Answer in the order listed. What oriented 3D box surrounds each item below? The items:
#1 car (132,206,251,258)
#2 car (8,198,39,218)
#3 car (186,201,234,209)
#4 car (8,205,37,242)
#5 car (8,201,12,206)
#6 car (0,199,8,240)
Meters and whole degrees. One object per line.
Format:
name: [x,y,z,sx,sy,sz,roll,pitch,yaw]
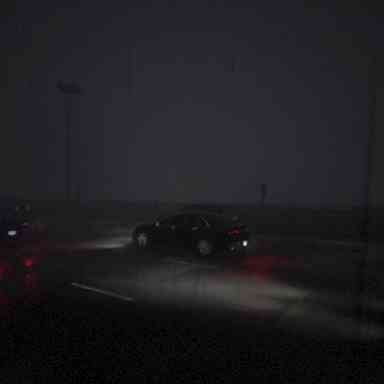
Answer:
car: [-0.162,1.488,12.706,4.892,1.490,1.837,0,0,35]
car: [-14.663,1.288,27.341,4.553,1.767,2.097,0,0,35]
car: [0.296,1.330,16.677,4.553,1.767,2.097,0,0,35]
car: [-9.179,1.489,14.835,4.674,1.442,1.812,0,0,35]
car: [-15.278,1.487,23.483,5.357,1.411,2.033,0,0,35]
car: [-7.869,1.194,9.602,5.566,2.045,2.150,0,0,35]
